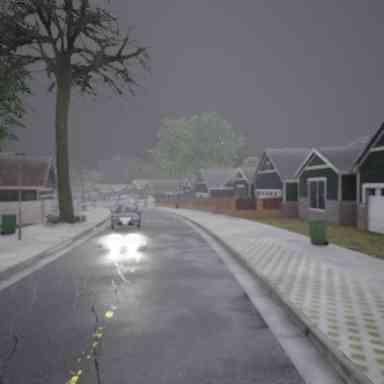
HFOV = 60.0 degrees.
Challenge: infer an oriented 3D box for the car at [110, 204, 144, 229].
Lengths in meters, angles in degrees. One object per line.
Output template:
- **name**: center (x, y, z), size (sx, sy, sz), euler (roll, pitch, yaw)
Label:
- **car**: center (-4.266, 1.549, 22.049), size (2.128, 1.511, 4.902), euler (0, 0, -8)
